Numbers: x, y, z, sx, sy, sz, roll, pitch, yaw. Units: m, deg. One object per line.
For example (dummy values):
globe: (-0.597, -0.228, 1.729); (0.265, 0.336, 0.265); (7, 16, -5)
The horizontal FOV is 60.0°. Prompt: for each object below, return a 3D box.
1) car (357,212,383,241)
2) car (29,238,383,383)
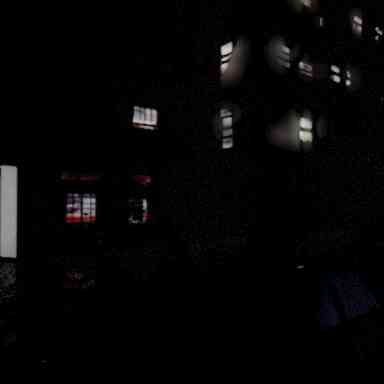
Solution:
car: (8.240, 1.397, 12.407); (5.009, 1.841, 2.192); (0, 0, -35)
car: (1.043, 1.566, 4.117); (5.357, 1.411, 2.033); (0, 0, -35)
